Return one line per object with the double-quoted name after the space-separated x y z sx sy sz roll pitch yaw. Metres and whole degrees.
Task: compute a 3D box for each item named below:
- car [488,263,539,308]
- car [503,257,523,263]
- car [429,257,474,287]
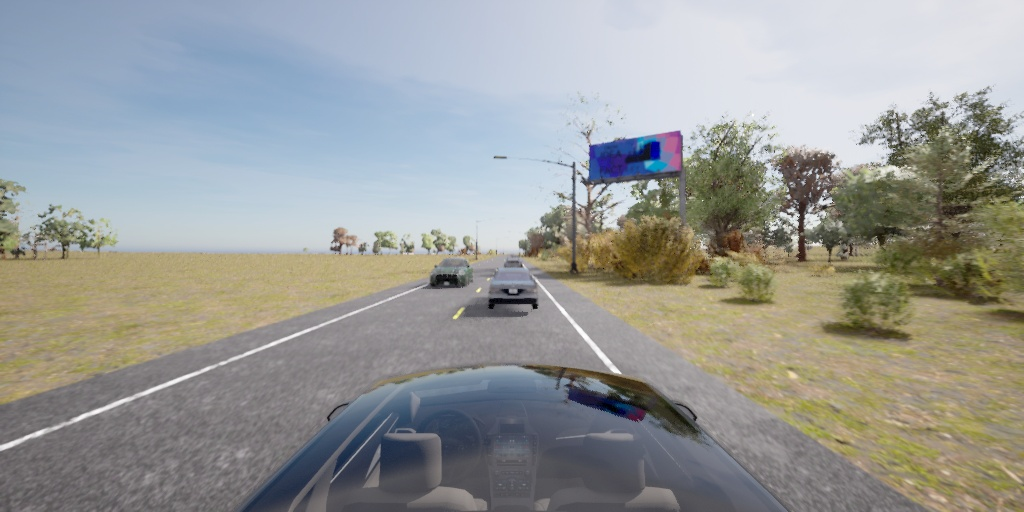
0.057 1.163 14.226 2.033 1.411 5.357 0 1 1 "car"
0.092 0.869 36.167 2.128 1.511 4.902 0 1 0 "car"
-3.545 0.885 21.784 2.097 1.767 4.553 0 1 0 "car"
